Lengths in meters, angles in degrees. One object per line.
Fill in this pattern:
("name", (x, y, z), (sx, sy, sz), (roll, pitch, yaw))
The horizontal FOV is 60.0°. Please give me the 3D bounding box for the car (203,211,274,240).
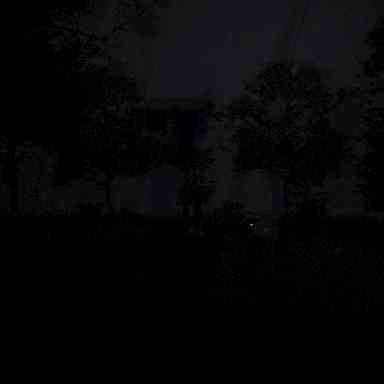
("car", (2.496, 1.801, 18.672), (1.812, 1.442, 4.674), (1, -1, -34))
